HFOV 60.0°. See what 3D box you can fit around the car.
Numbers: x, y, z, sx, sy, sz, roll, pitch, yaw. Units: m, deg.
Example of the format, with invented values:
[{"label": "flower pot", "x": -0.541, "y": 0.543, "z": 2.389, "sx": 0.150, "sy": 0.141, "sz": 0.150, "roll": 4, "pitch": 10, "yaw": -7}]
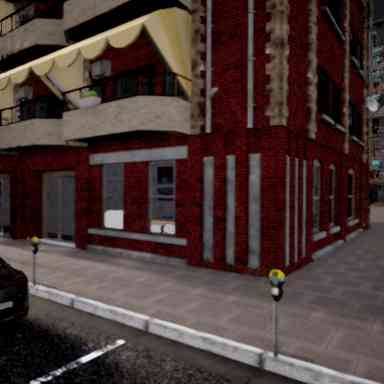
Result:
[{"label": "car", "x": -4.636, "y": 1.597, "z": 5.976, "sx": 4.313, "sy": 1.339, "sz": 1.947, "roll": 0, "pitch": 1, "yaw": 36}]
